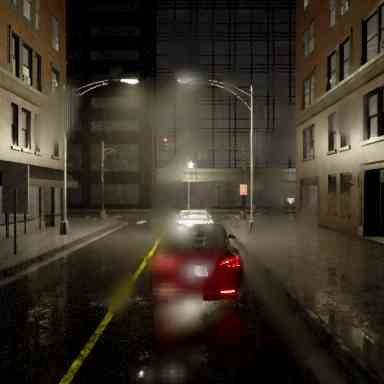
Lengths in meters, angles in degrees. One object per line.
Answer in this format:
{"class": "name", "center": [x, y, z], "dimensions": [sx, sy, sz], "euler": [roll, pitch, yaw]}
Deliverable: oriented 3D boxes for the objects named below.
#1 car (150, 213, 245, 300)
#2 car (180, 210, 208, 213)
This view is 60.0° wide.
{"class": "car", "center": [0.107, 1.504, 8.448], "dimensions": [2.163, 1.488, 4.792], "euler": [0, 0, 0]}
{"class": "car", "center": [0.096, 1.603, 17.464], "dimensions": [1.895, 1.301, 4.718], "euler": [0, 0, 0]}
